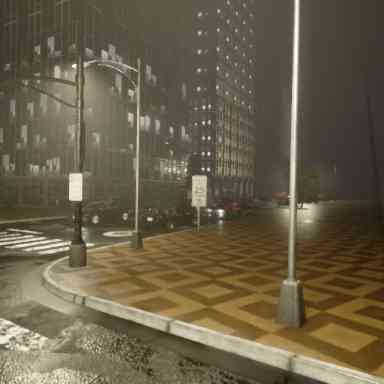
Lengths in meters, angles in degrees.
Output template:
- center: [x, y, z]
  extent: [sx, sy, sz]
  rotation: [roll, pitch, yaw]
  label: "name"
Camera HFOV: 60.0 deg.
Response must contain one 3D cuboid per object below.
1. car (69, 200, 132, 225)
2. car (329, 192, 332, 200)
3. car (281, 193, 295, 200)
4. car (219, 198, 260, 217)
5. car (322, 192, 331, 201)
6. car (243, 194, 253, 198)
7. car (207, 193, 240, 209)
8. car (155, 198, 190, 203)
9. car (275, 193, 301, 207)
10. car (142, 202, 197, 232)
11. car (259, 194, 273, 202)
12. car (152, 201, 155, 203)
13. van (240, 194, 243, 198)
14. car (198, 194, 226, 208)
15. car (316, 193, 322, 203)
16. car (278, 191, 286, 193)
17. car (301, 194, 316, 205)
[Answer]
- center: [-6.276, 1.364, 23.231]
  extent: [1.837, 1.490, 4.892]
  rotation: [1, 1, 30]
  label: "car"
- center: [29.908, 0.933, 74.036]
  extent: [2.192, 1.841, 5.009]
  rotation: [2, 1, 30]
  label: "car"
- center: [22.588, 0.997, 78.127]
  extent: [2.008, 1.369, 4.403]
  rotation: [2, 1, 30]
  label: "car"
- center: [4.380, 1.495, 30.050]
  extent: [1.802, 1.307, 4.206]
  rotation: [2, 1, 30]
  label: "car"
- center: [27.067, 1.232, 69.152]
  extent: [1.802, 1.307, 4.206]
  rotation: [2, 1, 30]
  label: "car"
- center: [8.401, 1.051, 53.669]
  extent: [1.967, 1.590, 4.097]
  rotation: [2, 1, 30]
  label: "car"
- center: [3.802, 1.269, 40.589]
  extent: [1.812, 1.442, 4.674]
  rotation: [1, 1, 31]
  label: "car"
- center: [-1.290, 1.366, 31.834]
  extent: [1.994, 1.385, 4.181]
  rotation: [1, 1, 30]
  label: "car"
- center: [12.890, 1.255, 44.711]
  extent: [1.967, 1.590, 4.097]
  rotation: [2, 1, 30]
  label: "car"
- center: [-1.292, 1.545, 20.275]
  extent: [1.947, 1.339, 4.313]
  rotation: [2, 1, 30]
  label: "car"
- center: [14.075, 1.090, 63.453]
  extent: [1.887, 1.381, 4.507]
  rotation: [2, 1, 30]
  label: "car"
- center: [-2.953, 1.308, 34.106]
  extent: [1.947, 1.339, 4.313]
  rotation: [2, 1, 30]
  label: "car"
- center: [5.564, 0.985, 48.776]
  extent: [1.690, 1.788, 3.998]
  rotation: [2, 1, 30]
  label: "van"
- center: [2.725, 1.117, 43.887]
  extent: [1.967, 1.590, 4.097]
  rotation: [2, 1, 30]
  label: "car"
- center: [21.398, 1.156, 59.374]
  extent: [1.967, 1.590, 4.097]
  rotation: [2, 1, 30]
  label: "car"
- center: [19.755, 0.794, 73.232]
  extent: [2.192, 1.841, 5.009]
  rotation: [2, 1, 30]
  label: "car"
- center: [18.646, 1.273, 54.636]
  extent: [1.752, 1.417, 4.829]
  rotation: [2, 1, 30]
  label: "car"
